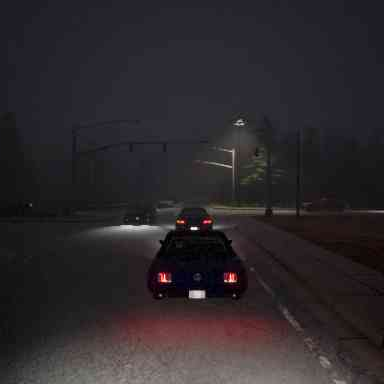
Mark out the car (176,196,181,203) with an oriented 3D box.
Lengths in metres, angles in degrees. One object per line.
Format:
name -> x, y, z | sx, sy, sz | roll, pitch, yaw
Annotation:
car -> -3.574, 1.524, 60.724 | 1.994, 1.385, 4.181 | 0, 0, 0

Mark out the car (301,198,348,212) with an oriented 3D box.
car -> 15.150, 1.473, 38.126 | 5.008, 1.535, 1.882 | 0, 0, 1

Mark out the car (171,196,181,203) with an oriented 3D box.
car -> -3.466, 1.505, 71.707 | 1.994, 1.385, 4.181 | 0, 0, 1

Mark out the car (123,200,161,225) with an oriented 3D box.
car -> -3.604, 1.549, 23.933 | 1.994, 1.385, 4.181 | 0, 0, 0

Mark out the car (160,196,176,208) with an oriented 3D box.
car -> -3.606, 1.496, 46.232 | 1.812, 1.442, 4.674 | 0, 0, 0

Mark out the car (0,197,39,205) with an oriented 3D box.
car -> -18.343, 1.363, 35.028 | 4.553, 1.767, 2.097 | 0, 0, 1

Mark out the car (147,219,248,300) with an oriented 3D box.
car -> 0.099, 1.596, 8.341 | 1.895, 1.301, 4.718 | 0, 0, 0

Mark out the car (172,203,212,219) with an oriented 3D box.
car -> 0.099, 1.511, 17.396 | 1.812, 1.442, 4.674 | 0, 0, 0
